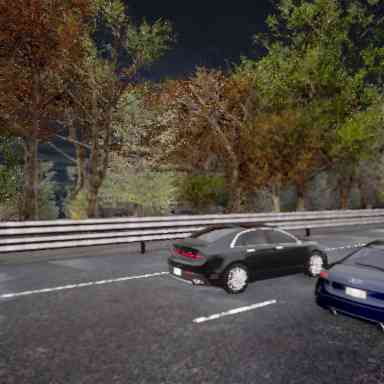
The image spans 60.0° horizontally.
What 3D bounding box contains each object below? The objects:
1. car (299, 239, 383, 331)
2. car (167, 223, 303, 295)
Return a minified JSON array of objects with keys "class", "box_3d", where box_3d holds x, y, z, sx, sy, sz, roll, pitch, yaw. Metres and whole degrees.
[{"class":"car","box_3d":[4.367,1.661,6.624,4.181,1.385,1.994,1,-1,-34]},{"class":"car","box_3d":[1.666,1.608,9.023,4.892,1.490,1.837,1,-1,-34]}]
